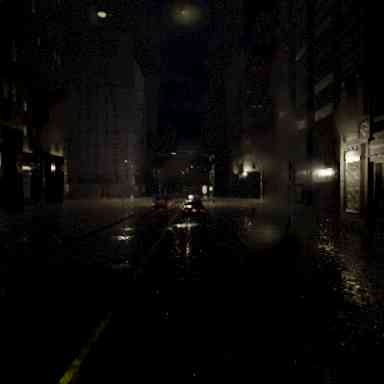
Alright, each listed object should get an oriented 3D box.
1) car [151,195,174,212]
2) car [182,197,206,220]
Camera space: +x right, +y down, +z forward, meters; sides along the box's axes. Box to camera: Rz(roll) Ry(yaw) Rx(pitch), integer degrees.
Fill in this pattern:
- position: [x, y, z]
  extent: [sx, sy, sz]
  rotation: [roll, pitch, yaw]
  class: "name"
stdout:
- position: [-3.032, 1.126, 34.691]
  extent: [2.097, 1.767, 4.553]
  rotation: [0, 0, 0]
  class: "car"
- position: [0.149, 1.375, 26.522]
  extent: [2.033, 1.411, 5.357]
  rotation: [0, 0, 0]
  class: "car"
